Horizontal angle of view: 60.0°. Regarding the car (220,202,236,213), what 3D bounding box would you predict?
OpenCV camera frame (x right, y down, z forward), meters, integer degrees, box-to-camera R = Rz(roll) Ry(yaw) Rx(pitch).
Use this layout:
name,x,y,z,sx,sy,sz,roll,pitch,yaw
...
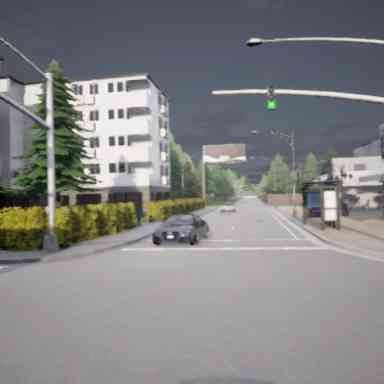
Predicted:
name,x,y,z,sx,sy,sz,roll,pitch,yaw
car,4.739,2.014,43.800,1.895,1.301,4.718,-2,-1,10

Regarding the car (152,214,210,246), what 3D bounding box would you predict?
name,x,y,z,sx,sy,sz,roll,pitch,yaw
car,-0.436,1.784,16.522,1.994,1.385,4.181,-2,-1,15
